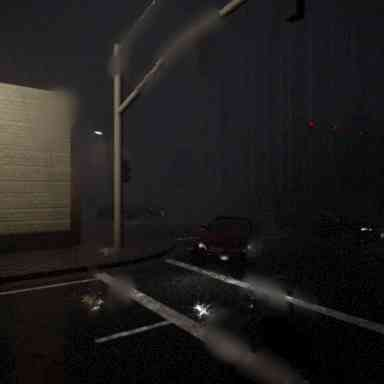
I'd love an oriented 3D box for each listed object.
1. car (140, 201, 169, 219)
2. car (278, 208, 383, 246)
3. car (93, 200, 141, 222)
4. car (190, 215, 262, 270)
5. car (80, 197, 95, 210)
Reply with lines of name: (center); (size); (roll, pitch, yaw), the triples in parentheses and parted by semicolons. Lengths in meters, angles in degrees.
car: (-3.862, 1.532, 29.829); (2.128, 1.511, 4.902); (0, 0, -36)
car: (6.343, 1.510, 15.557); (2.128, 1.511, 4.902); (0, 0, -36)
car: (-6.172, 1.608, 27.042); (1.994, 1.385, 4.181); (0, 0, -36)
car: (1.358, 1.540, 11.405); (1.812, 1.442, 4.674); (1, 0, 12)
car: (-14.038, 1.459, 44.215); (2.097, 1.767, 4.553); (0, 0, -36)
